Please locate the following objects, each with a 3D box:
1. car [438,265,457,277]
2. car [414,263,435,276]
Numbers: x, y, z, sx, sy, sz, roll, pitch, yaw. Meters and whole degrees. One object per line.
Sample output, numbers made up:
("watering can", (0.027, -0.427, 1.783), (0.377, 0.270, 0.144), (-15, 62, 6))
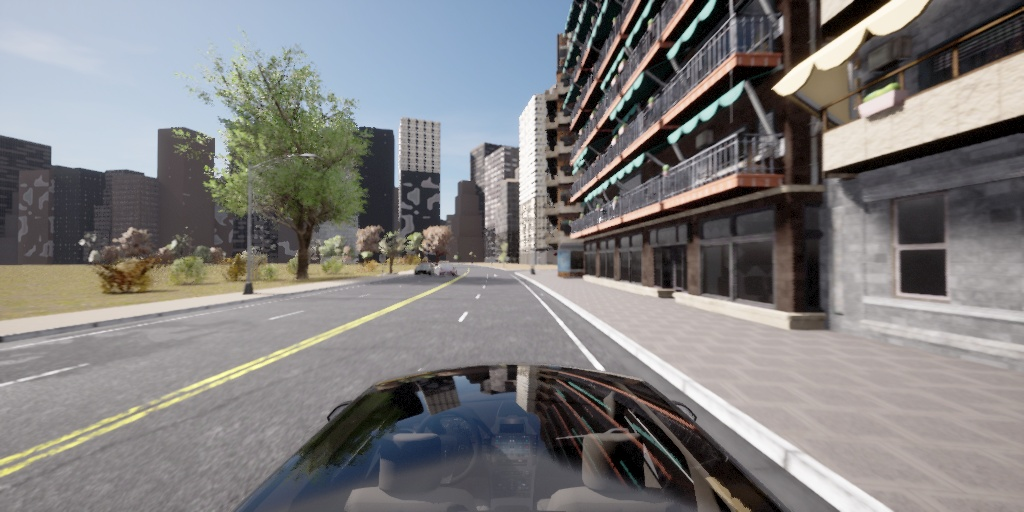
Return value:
("car", (-8.043, 1.860, 45.147), (1.812, 1.442, 4.674), (0, -1, -4))
("car", (-11.410, 1.712, 46.946), (2.097, 1.767, 4.553), (0, -1, -4))
